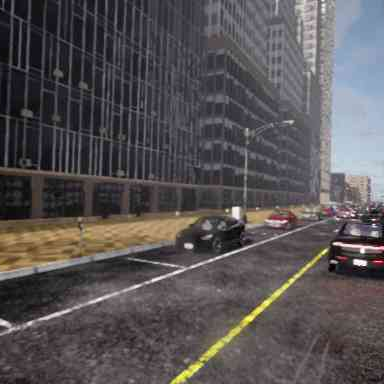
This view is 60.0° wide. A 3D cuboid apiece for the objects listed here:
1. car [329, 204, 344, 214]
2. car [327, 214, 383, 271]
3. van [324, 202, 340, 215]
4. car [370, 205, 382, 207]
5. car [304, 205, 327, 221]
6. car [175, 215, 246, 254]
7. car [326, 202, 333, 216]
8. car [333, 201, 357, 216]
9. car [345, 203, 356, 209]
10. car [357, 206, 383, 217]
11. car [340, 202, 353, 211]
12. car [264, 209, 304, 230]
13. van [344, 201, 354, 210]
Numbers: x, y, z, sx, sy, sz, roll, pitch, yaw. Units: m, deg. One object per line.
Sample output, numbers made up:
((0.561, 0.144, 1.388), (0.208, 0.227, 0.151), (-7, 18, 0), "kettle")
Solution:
((23.498, 2.734, 53.963), (1.802, 1.307, 4.206), (2, 0, 30), "car")
((5.789, 1.765, 11.174), (2.128, 1.511, 4.902), (2, 0, 30), "car")
((20.690, 2.369, 49.020), (1.690, 1.788, 3.998), (2, 0, 30), "van")
((22.788, 2.390, 41.217), (2.097, 1.767, 4.553), (2, 0, 30), "car")
((12.233, 2.202, 34.183), (2.008, 1.369, 4.403), (2, 0, 30), "car")
((0.968, 1.710, 14.403), (1.947, 1.339, 4.313), (2, 0, 30), "car")
((17.867, 2.447, 44.073), (1.887, 1.381, 4.507), (2, 0, 30), "car")
((18.792, 2.255, 40.307), (2.097, 1.767, 4.553), (2, 0, 30), "car")
((37.581, 3.336, 78.689), (1.947, 1.339, 4.313), (2, 0, 30), "car")
((14.359, 2.164, 26.221), (1.837, 1.490, 4.892), (2, 0, 30), "car")
((31.952, 2.964, 68.798), (1.967, 1.590, 4.097), (2, 0, 30), "car")
((6.599, 1.980, 24.291), (1.802, 1.307, 4.206), (2, 0, 30), "car")
((34.773, 2.988, 73.744), (1.690, 1.788, 3.998), (2, 0, 30), "van")
